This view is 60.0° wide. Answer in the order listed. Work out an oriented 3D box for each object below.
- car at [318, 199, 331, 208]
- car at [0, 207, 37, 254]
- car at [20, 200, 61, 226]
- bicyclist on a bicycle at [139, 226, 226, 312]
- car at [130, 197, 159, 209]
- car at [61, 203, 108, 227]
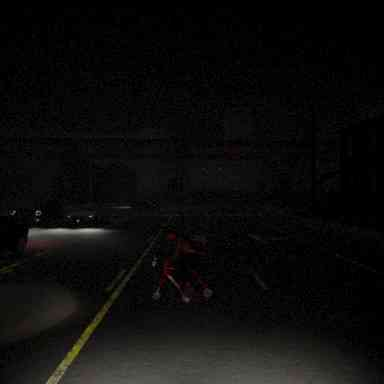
[{"bbox_3d":[17.258,1.526,40.146,4.674,1.442,1.812,0,0,0],"label":"car"},{"bbox_3d":[-7.163,1.478,10.670,1.882,1.535,5.008,0,0,0],"label":"car"},{"bbox_3d":[-10.659,1.352,23.183,2.097,1.767,4.553,0,0,0],"label":"car"},{"bbox_3d":[-0.200,1.455,6.228,1.656,1.620,0.582,-2,0,0],"label":"bicyclist on a bicycle"},{"bbox_3d":[-6.566,1.505,45.438,1.837,1.490,4.892,0,0,-45],"label":"car"},{"bbox_3d":[-7.159,1.526,23.178,1.812,1.442,4.674,0,0,0],"label":"car"}]
